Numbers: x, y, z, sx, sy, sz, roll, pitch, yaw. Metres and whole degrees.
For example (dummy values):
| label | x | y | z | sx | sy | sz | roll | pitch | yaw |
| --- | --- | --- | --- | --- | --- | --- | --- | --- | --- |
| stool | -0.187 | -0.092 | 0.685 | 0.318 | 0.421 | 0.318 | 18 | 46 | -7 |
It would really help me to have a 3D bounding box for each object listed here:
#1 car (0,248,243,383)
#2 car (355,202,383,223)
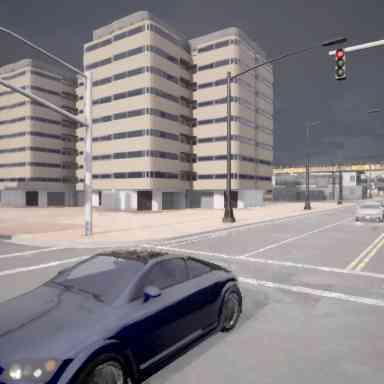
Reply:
| label | x | y | z | sx | sy | sz | roll | pitch | yaw |
| --- | --- | --- | --- | --- | --- | --- | --- | --- | --- |
| car | -0.941 | 1.567 | 4.744 | 1.994 | 1.385 | 4.181 | 0 | 0 | 35 |
| car | 13.937 | 1.537 | 25.780 | 1.812 | 1.442 | 4.674 | 0 | 0 | 35 |
